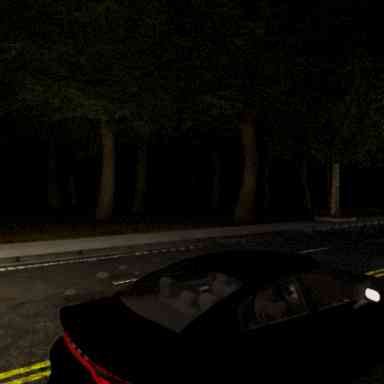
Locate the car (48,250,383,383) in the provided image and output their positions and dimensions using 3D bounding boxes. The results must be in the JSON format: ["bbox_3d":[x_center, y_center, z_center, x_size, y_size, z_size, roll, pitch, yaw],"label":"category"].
[{"bbox_3d":[0.955,1.480,4.122,5.008,1.535,1.882,0,0,-36],"label":"car"}]
